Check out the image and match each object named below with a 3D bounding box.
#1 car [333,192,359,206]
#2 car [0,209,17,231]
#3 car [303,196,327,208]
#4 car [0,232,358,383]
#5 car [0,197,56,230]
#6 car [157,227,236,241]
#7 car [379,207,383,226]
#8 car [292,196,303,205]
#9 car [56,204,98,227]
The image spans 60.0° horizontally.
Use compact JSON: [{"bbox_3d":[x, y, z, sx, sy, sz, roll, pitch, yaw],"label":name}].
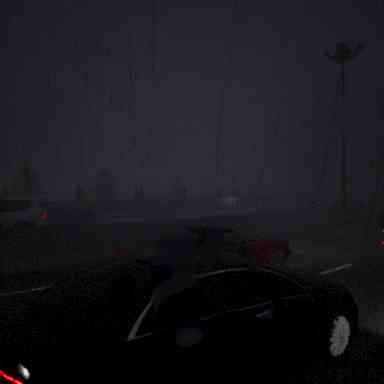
[{"bbox_3d":[19.521,1.013,42.355,2.150,2.045,5.566,0,0,32],"label":"car"},{"bbox_3d":[-8.699,1.535,10.834,4.902,1.511,2.128,0,0,-36],"label":"car"},{"bbox_3d":[16.794,1.285,44.587,1.882,1.535,5.008,0,0,32],"label":"car"},{"bbox_3d":[0.198,1.498,4.152,4.892,1.490,1.837,0,0,-37],"label":"car"},{"bbox_3d":[-9.312,1.263,14.655,5.566,2.045,2.150,0,0,-37],"label":"car"},{"bbox_3d":[0.576,1.583,8.839,4.718,1.301,1.895,0,0,-39],"label":"car"},{"bbox_3d":[13.545,1.375,21.592,1.837,1.490,4.892,0,0,41],"label":"car"},{"bbox_3d":[16.982,1.319,51.477,1.812,1.442,4.674,0,0,32],"label":"car"},{"bbox_3d":[-8.219,1.502,19.992,5.008,1.535,1.882,0,0,-40],"label":"car"}]
